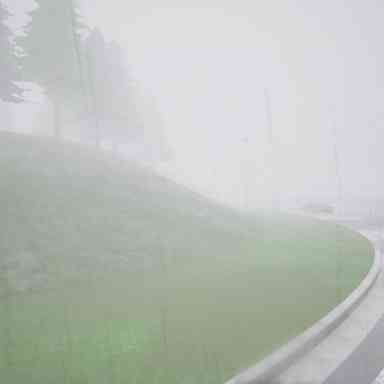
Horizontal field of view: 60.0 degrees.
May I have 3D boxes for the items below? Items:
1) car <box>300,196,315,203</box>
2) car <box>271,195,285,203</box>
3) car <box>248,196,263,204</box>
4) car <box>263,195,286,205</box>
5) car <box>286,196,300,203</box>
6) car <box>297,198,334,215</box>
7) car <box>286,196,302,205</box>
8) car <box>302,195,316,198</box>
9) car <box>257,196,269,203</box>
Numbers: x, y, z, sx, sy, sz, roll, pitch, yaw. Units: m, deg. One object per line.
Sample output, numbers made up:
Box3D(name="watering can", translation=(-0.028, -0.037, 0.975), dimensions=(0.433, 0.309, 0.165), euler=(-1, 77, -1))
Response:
Box3D(name="car", translation=(27.496, 1.715, 79.396), dimensions=(1.837, 1.490, 4.892), euler=(0, 0, 0))
Box3D(name="car", translation=(20.496, 1.599, 79.346), dimensions=(2.097, 1.767, 4.553), euler=(0, 0, 0))
Box3D(name="car", translation=(13.518, 1.948, 72.297), dimensions=(1.994, 1.385, 4.181), euler=(0, 0, 0))
Box3D(name="car", translation=(17.026, 1.577, 68.976), dimensions=(2.150, 2.045, 5.566), euler=(0, 0, 0))
Box3D(name="car", translation=(23.996, 1.729, 79.386), dimensions=(1.837, 1.490, 4.892), euler=(0, 0, 0))
Box3D(name="car", translation=(13.724, 1.720, 36.570), dimensions=(2.033, 1.411, 5.357), euler=(0, 0, 0))
Box3D(name="car", translation=(20.527, 1.815, 68.955), dimensions=(1.882, 1.535, 5.008), euler=(0, 0, 0))
Box3D(name="car", translation=(24.026, 1.548, 68.997), dimensions=(2.150, 2.045, 5.566), euler=(0, 0, 0))
Box3D(name="car", translation=(16.997, 1.783, 79.365), dimensions=(1.812, 1.442, 4.674), euler=(0, 0, 0))
